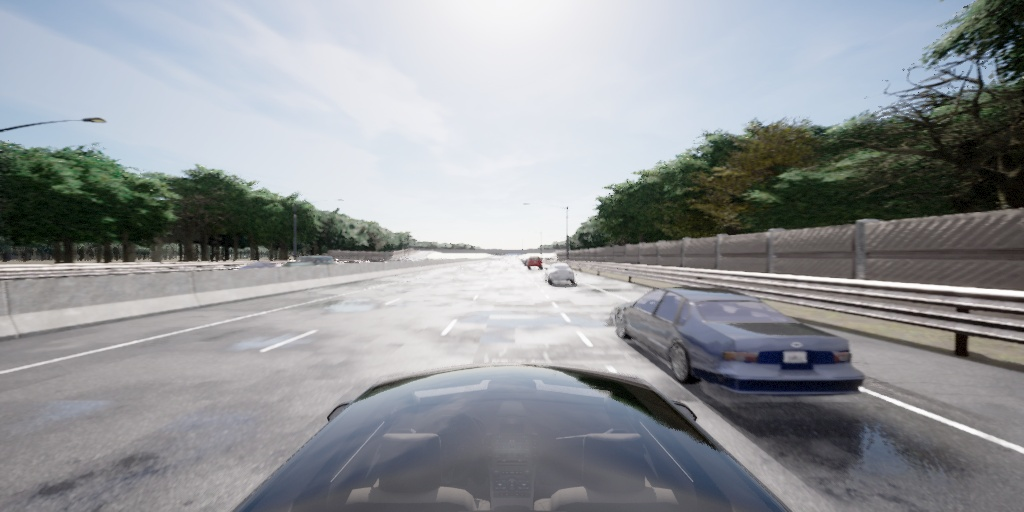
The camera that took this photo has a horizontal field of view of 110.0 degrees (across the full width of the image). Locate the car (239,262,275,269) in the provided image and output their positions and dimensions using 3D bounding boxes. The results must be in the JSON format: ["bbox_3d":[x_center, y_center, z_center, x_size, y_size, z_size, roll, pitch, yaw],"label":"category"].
[{"bbox_3d":[-21.072,1.328,30.548,1.994,1.385,4.181,0,0,0],"label":"car"}]

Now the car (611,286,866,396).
[{"bbox_3d":[3.499,1.297,6.945,2.033,1.411,5.357,0,0,0],"label":"car"}]

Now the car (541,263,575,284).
[{"bbox_3d":[3.498,1.288,26.715,1.812,1.442,4.674,0,0,0],"label":"car"}]

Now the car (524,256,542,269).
[{"bbox_3d":[3.497,1.016,56.450,2.150,2.045,5.566,0,0,0],"label":"car"}]

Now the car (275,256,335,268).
[{"bbox_3d":[-17.573,0.988,31.304,2.150,2.045,5.566,0,0,0],"label":"car"}]
